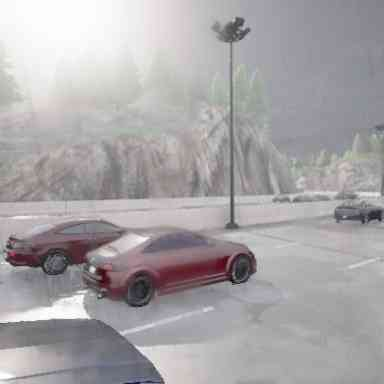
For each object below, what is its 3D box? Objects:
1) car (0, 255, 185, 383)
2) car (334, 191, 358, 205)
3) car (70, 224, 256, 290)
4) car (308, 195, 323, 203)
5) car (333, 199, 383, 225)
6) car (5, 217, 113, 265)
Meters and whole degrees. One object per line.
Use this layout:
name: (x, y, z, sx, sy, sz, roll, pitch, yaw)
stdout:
car: (-2.734, 1.559, 1.854, 5.357, 1.411, 2.033, -1, 0, -35)
car: (23.848, 0.824, 51.500, 2.150, 2.045, 5.566, 0, 0, 38)
car: (-0.419, 1.530, 7.943, 4.181, 1.385, 1.994, -1, 0, -37)
car: (20.314, 1.109, 52.708, 2.128, 1.511, 4.902, 0, 0, 39)
car: (11.250, 1.312, 22.240, 4.902, 1.511, 2.128, -1, 0, -43)
car: (-3.110, 1.500, 10.289, 4.674, 1.442, 1.812, -1, 0, -37)
